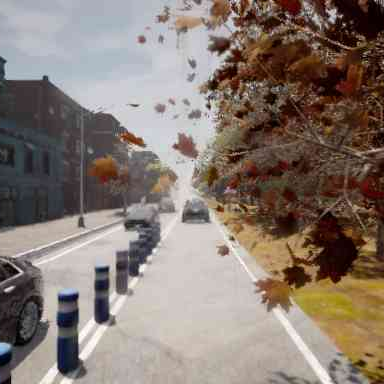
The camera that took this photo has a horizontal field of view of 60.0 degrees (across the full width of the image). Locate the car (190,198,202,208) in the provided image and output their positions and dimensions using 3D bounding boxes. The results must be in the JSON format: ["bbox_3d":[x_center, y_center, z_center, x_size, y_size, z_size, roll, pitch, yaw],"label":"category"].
[{"bbox_3d":[0.618,1.689,51.909,1.837,1.490,4.892,0,0,1],"label":"car"}]

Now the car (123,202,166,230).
[{"bbox_3d":[-3.221,1.657,22.390,2.033,1.411,5.357,0,0,1],"label":"car"}]

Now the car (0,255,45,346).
[{"bbox_3d":[-3.339,1.528,3.610,1.837,1.490,4.892,0,-1,0],"label":"car"}]

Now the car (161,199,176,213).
[{"bbox_3d":[-2.953,1.666,39.374,1.837,1.490,4.892,0,0,1],"label":"car"}]

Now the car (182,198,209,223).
[{"bbox_3d":[0.295,1.477,27.308,2.097,1.767,4.553,0,0,1],"label":"car"}]
